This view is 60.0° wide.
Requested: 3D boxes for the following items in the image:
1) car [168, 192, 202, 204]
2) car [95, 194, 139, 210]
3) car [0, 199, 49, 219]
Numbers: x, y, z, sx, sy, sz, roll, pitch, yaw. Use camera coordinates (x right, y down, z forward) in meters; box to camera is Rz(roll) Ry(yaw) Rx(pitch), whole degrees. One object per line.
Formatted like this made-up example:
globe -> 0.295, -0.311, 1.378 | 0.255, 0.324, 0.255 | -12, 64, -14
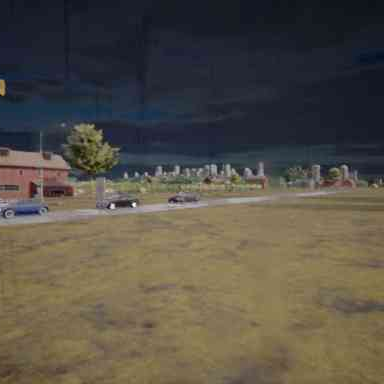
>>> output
car -> -0.830, 0.757, 42.848 | 2.033, 1.411, 5.357 | 1, 2, 36
car -> -7.482, 0.947, 33.635 | 1.837, 1.490, 4.892 | 1, 2, 36
car -> -13.272, 1.203, 25.613 | 1.994, 1.385, 4.181 | 1, 2, 34
